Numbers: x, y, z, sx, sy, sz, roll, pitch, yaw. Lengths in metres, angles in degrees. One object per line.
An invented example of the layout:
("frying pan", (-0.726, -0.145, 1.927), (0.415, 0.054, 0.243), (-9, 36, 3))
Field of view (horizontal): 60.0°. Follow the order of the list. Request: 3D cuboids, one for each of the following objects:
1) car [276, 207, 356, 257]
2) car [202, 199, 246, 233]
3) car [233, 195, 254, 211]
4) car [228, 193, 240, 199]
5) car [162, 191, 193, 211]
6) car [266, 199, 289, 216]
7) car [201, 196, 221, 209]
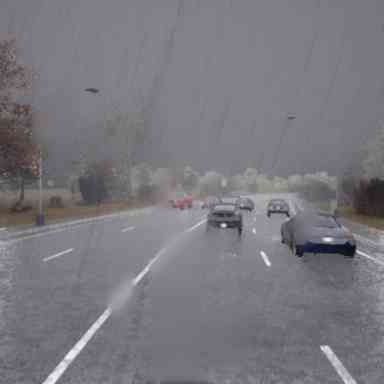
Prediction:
("car", (4.605, 1.488, 12.678), (1.994, 1.385, 4.181), (0, 0, 7))
("car", (1.934, 1.377, 18.754), (1.837, 1.490, 4.892), (0, 0, 9))
("car", (5.661, 1.324, 36.127), (1.994, 1.385, 4.181), (0, 0, 14))
("car", (9.785, 0.932, 76.997), (1.895, 1.301, 4.718), (0, 0, 16))
("car", (-1.504, 0.943, 37.246), (2.150, 2.045, 5.566), (0, 1, 14))
("car", (7.676, 1.362, 29.790), (2.033, 1.411, 5.357), (0, 0, 13))
("car", (2.344, 1.237, 38.124), (1.837, 1.490, 4.892), (0, 0, 15))
